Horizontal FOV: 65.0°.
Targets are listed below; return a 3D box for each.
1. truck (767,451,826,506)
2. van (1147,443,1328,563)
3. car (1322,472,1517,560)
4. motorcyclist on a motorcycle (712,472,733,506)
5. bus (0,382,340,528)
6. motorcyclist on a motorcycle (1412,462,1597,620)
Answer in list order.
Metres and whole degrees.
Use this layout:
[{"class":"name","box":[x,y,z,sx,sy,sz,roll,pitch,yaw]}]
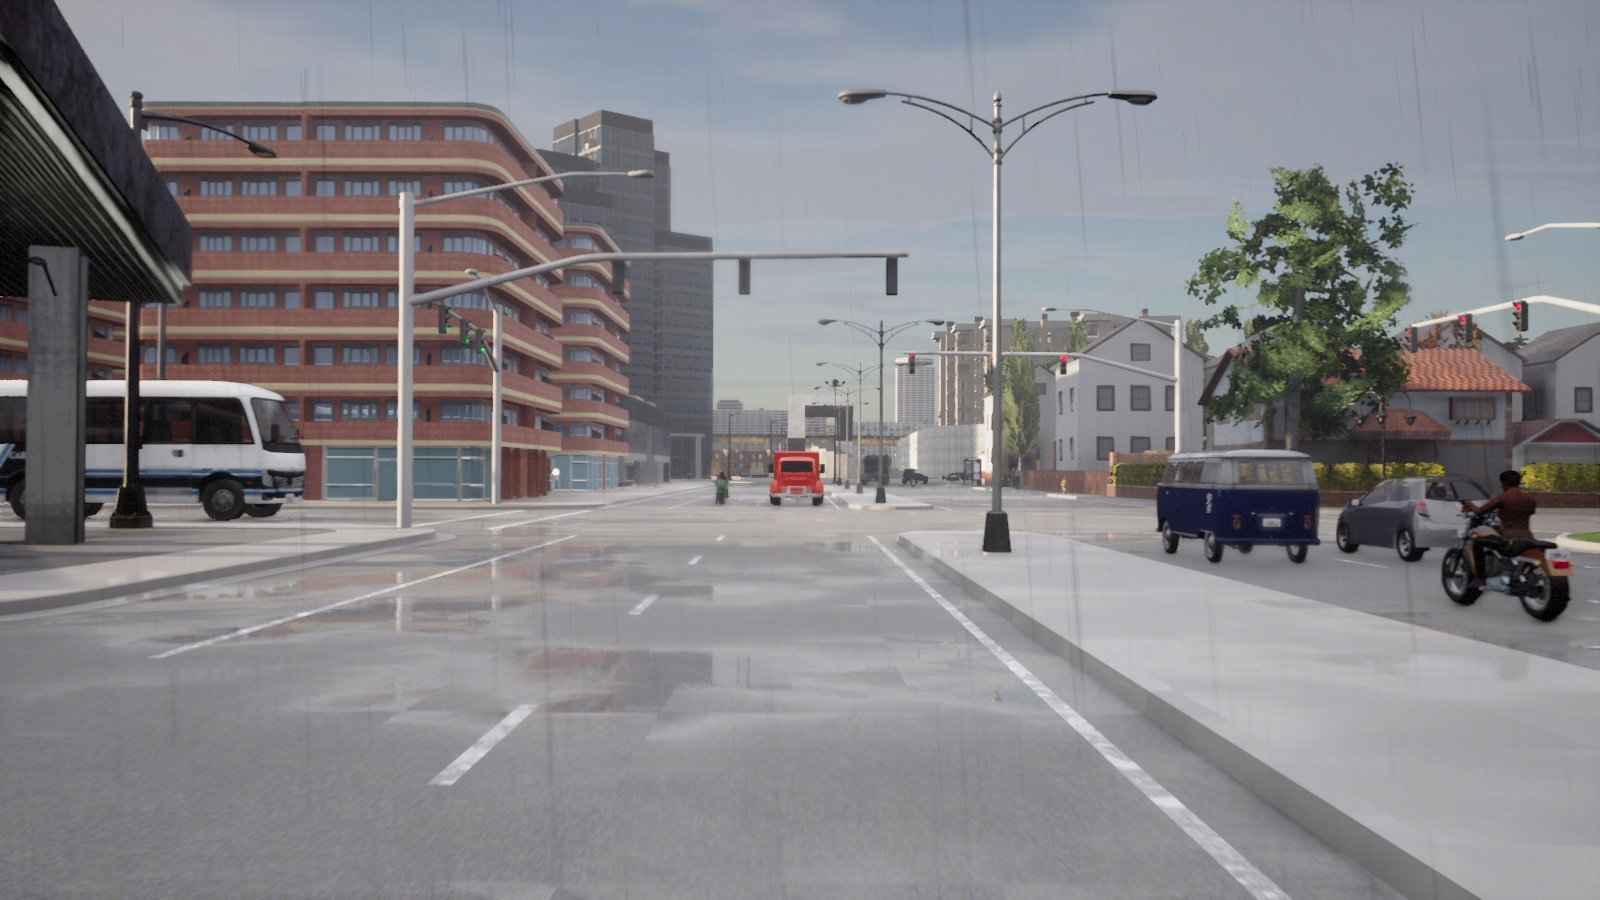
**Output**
[{"class":"truck","box":[-0.144,1.309,58.580,2.627,2.467,5.204,0,-1,0]},{"class":"van","box":[7.943,0.925,23.263,1.775,1.987,4.442,0,-1,0]},{"class":"car","box":[11.443,1.176,23.487,1.845,1.501,3.633,0,-1,0]},{"class":"motorcyclist on a motorcycle","box":[-3.546,1.774,57.551,0.797,1.523,2.044,0,-1,2]},{"class":"bus","box":[-20.053,0.167,38.722,10.273,4.253,3.944,0,-1,-1]},{"class":"motorcyclist on a motorcycle","box":[7.965,0.973,14.349,0.766,1.649,2.350,0,-1,0]}]
